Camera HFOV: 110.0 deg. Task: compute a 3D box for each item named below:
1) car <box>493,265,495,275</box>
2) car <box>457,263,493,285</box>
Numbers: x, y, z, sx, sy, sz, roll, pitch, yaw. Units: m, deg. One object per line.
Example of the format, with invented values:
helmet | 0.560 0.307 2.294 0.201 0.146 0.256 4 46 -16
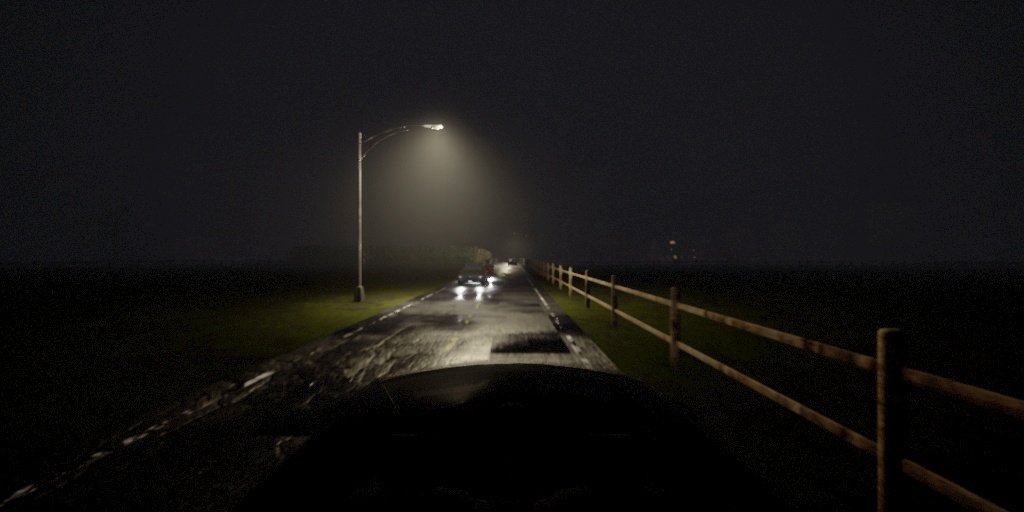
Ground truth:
car | -2.726 1.321 36.330 1.895 1.301 4.718 0 0 1
car | -2.730 1.271 26.094 2.033 1.411 5.357 0 0 0
